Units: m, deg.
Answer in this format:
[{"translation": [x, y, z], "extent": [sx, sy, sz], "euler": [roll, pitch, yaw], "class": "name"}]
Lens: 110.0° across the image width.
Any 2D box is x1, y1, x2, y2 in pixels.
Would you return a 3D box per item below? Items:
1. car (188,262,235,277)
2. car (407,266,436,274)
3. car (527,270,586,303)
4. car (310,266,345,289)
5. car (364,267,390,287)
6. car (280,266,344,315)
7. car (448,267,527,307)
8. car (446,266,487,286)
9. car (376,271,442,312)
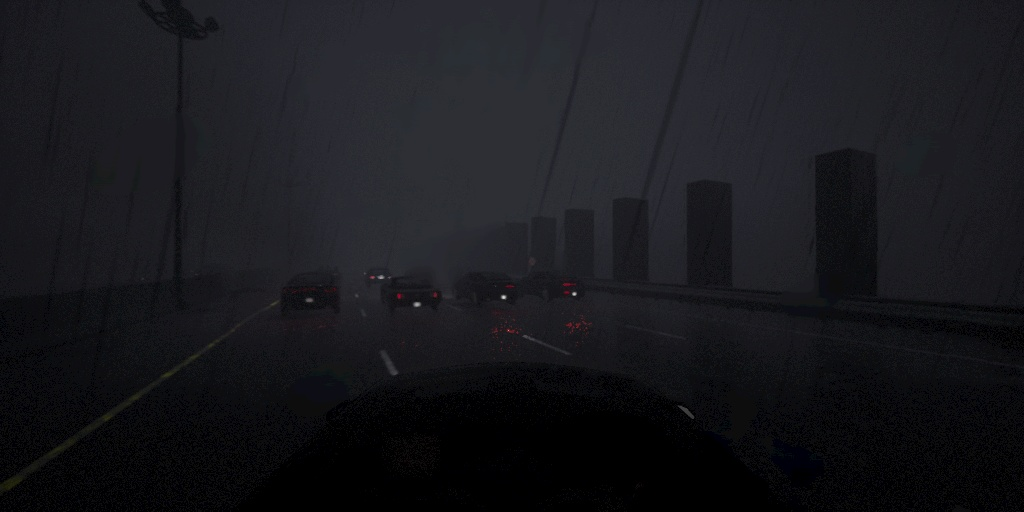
[{"translation": [-29.285, 1.617, 35.195], "extent": [1.837, 1.490, 4.892], "euler": [1, 0, -22], "class": "car"}, {"translation": [-7.937, 1.564, 31.013], "extent": [1.882, 1.535, 5.008], "euler": [0, 0, -24], "class": "car"}, {"translation": [1.800, 1.455, 18.409], "extent": [1.837, 1.490, 4.892], "euler": [0, 0, -25], "class": "car"}, {"translation": [-13.979, 1.531, 27.388], "extent": [2.128, 1.511, 4.902], "euler": [0, -1, -25], "class": "car"}, {"translation": [-10.394, 1.596, 27.953], "extent": [2.033, 1.411, 5.357], "euler": [0, -1, -25], "class": "car"}, {"translation": [-7.973, 1.371, 14.532], "extent": [1.882, 1.535, 5.008], "euler": [0, 0, -25], "class": "car"}, {"translation": [-1.357, 1.434, 16.897], "extent": [1.837, 1.490, 4.892], "euler": [0, 0, -25], "class": "car"}, {"translation": [-4.057, 1.637, 30.921], "extent": [2.033, 1.411, 5.357], "euler": [0, -1, -24], "class": "car"}, {"translation": [-4.406, 1.505, 15.146], "extent": [1.895, 1.301, 4.718], "euler": [0, -1, -25], "class": "car"}]
